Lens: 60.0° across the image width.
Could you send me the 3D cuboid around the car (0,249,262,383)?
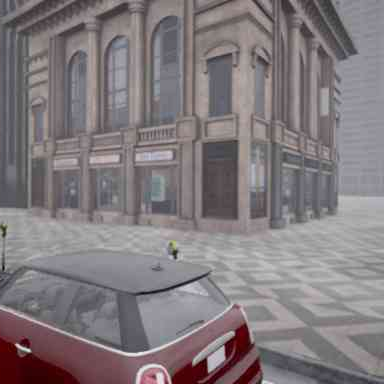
[{"bbox_3d":[-1.375,1.425,3.941,4.097,1.590,1.967,0,0,36],"label":"car"}]
